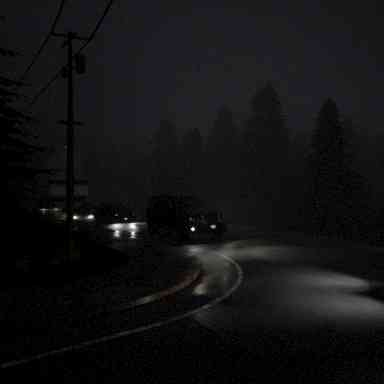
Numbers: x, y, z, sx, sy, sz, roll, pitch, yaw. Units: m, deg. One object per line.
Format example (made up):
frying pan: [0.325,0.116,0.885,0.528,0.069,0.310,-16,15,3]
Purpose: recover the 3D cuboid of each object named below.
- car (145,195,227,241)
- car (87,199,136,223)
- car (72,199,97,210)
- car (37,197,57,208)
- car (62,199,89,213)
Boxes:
car: [-0.512,1.188,17.144,2.150,2.045,5.566,0,0,-32]
car: [-6.169,1.514,25.812,2.033,1.411,5.357,0,0,-34]
car: [-14.312,1.576,44.221,1.895,1.301,4.718,0,0,-34]
car: [-20.393,1.454,46.692,1.882,1.535,5.008,0,0,-34]
car: [-12.009,1.452,34.372,1.882,1.535,5.008,0,0,-35]
